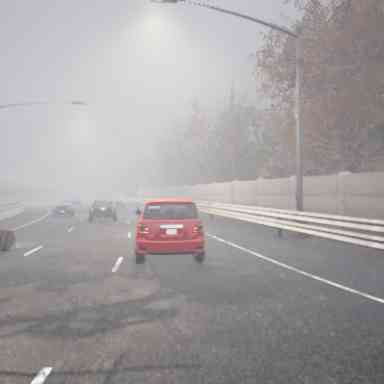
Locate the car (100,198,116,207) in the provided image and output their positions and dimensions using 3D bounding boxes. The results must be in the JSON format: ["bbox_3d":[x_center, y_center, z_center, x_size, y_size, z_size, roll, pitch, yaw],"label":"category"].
[{"bbox_3d":[-13.570,1.660,53.572,1.895,1.301,4.718,0,0,-23],"label":"car"}]

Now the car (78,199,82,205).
[{"bbox_3d":[-20.923,1.651,58.542,1.994,1.385,4.181,0,0,-35],"label":"car"}]

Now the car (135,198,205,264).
[{"bbox_3d":[-0.878,1.227,12.135,2.150,2.045,5.566,0,0,-6],"label":"car"}]

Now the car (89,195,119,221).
[{"bbox_3d":[-7.418,1.384,27.688,2.097,1.767,4.553,0,0,-15],"label":"car"}]

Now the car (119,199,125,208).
[{"bbox_3d":[-10.890,1.649,47.387,1.895,1.301,4.718,0,0,-23],"label":"car"}]

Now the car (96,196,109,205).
[{"bbox_3d":[-16.147,1.576,59.828,1.837,1.490,4.892,0,0,-20],"label":"car"}]

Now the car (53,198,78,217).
[{"bbox_3d":[-12.305,1.576,32.031,1.812,1.442,4.674,0,0,-18],"label":"car"}]

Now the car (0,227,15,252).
[{"bbox_3d":[-7.762,1.594,11.325,1.994,1.385,4.181,0,0,-6],"label":"car"}]

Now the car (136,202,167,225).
[{"bbox_3d":[-3.192,1.542,25.433,1.812,1.442,4.674,0,0,-14],"label":"car"}]
